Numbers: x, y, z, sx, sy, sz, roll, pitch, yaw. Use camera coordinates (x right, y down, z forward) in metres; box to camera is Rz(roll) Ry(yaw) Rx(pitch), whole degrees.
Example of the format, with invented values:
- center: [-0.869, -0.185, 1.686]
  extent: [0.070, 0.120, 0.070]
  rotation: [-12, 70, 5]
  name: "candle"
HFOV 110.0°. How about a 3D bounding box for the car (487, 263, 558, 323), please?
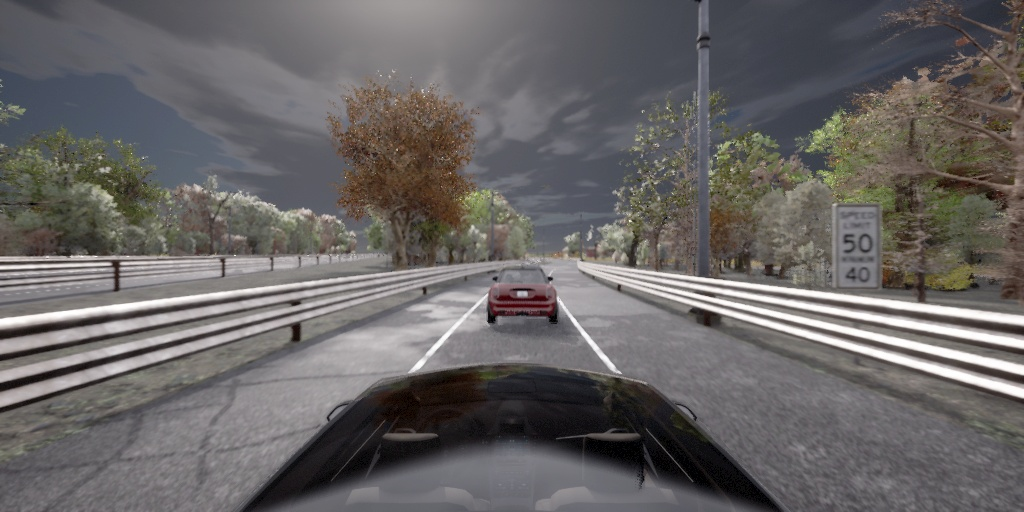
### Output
- center: [0.369, 1.112, 12.348]
  extent: [2.097, 1.767, 4.553]
  rotation: [0, 0, 2]
  name: "car"
